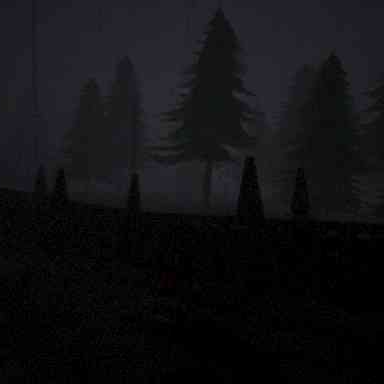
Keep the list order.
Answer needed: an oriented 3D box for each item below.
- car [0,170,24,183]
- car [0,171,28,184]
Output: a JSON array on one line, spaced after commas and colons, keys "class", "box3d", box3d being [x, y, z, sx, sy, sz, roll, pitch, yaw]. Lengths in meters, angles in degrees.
[{"class": "car", "box3d": [-26.297, -2.190, 46.159, 2.128, 1.511, 4.902, 7, 4, 37]}, {"class": "car", "box3d": [-24.052, -1.881, 43.361, 1.882, 1.535, 5.008, 7, 4, 37]}]
